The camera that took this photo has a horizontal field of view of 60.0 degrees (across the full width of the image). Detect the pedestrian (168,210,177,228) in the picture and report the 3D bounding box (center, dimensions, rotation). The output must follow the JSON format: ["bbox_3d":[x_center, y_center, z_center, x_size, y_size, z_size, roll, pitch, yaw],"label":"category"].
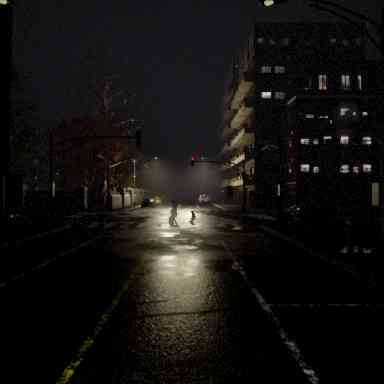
[{"bbox_3d":[-1.204,1.683,20.703,0.500,1.100,0.500,0,0,-1],"label":"pedestrian"}]

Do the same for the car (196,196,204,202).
[{"bbox_3d":[1.888,1.642,81.381,1.887,1.381,4.507,0,0,-1],"label":"car"}]

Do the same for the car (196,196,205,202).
[{"bbox_3d":[1.943,1.635,75.751,2.008,1.369,4.403,0,0,-1],"label":"car"}]

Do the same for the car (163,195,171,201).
[{"bbox_3d":[-6.547,1.550,86.928,1.967,1.590,4.097,0,0,-1],"label":"car"}]

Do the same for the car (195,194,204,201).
[{"bbox_3d":[1.833,1.425,87.011,2.192,1.841,5.009,0,0,-1],"label":"car"}]

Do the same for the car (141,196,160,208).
[{"bbox_3d":[-6.157,1.601,47.518,1.947,1.339,4.313,0,0,-1],"label":"car"}]

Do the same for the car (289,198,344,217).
[{"bbox_3d":[13.118,1.619,35.386,5.009,1.841,2.192,1,-1,-1],"label":"car"}]

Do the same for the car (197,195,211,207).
[{"bbox_3d":[2.167,1.588,53.231,1.887,1.381,4.507,0,0,-1],"label":"car"}]

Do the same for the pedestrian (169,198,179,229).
[{"bbox_3d":[-1.110,1.301,20.038,0.375,1.860,0.375,0,0,-1],"label":"pedestrian"}]

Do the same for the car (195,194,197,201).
[{"bbox_3d":[2.000,1.513,70.121,1.967,1.590,4.097,0,0,-1],"label":"car"}]

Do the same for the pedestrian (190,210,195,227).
[{"bbox_3d":[0.083,1.683,21.248,0.500,1.100,0.500,0,0,-1],"label":"pedestrian"}]

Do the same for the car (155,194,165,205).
[{"bbox_3d":[-6.266,1.577,58.609,1.752,1.417,4.829,0,0,-1],"label":"car"}]

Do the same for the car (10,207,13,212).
[{"bbox_3d":[-18.585,1.256,28.960,5.357,1.411,2.033,1,0,-1],"label":"car"}]

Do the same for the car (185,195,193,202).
[{"bbox_3d":[-0.754,1.624,76.289,2.033,1.411,5.357,0,0,-1],"label":"car"}]

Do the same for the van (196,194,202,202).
[{"bbox_3d":[2.112,1.393,58.862,1.690,1.788,3.998,0,0,-1],"label":"van"}]

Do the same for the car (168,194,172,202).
[{"bbox_3d":[-6.492,1.537,81.299,1.967,1.590,4.097,0,0,-1],"label":"car"}]

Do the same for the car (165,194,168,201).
[{"bbox_3d":[-6.324,1.377,64.409,2.192,1.841,5.009,0,0,-1],"label":"car"}]

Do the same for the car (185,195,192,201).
[{"bbox_3d":[-0.856,1.486,86.708,1.837,1.490,4.892,0,0,-1],"label":"car"}]

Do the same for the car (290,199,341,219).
[{"bbox_3d":[12.104,1.625,32.696,4.553,1.767,2.097,1,0,-2],"label":"car"}]
